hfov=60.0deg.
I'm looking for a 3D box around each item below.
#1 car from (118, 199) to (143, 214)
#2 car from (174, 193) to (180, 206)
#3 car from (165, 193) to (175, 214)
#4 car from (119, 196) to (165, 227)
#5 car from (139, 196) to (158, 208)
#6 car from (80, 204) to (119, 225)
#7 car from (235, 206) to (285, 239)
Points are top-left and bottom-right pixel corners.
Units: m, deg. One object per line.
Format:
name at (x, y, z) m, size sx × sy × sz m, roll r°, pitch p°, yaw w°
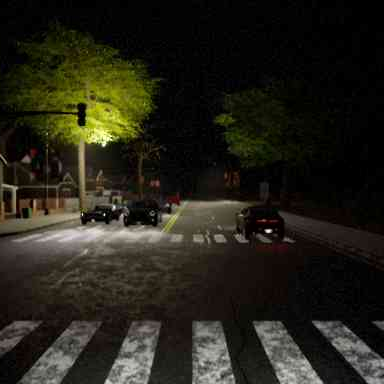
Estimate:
car at (-6.409, 1.484, 35.194) m, size 1.812 × 1.442 × 4.674 m, roll 0°, pitch 0°, yaw 0°
car at (-3.047, 1.168, 52.163) m, size 2.150 × 2.045 × 5.566 m, roll 0°, pitch 0°, yaw 1°
car at (-3.172, 1.310, 34.371) m, size 2.097 × 1.767 × 4.553 m, roll 0°, pitch 0°, yaw 0°
car at (-3.235, 1.323, 22.542) m, size 2.097 × 1.767 × 4.553 m, roll 0°, pitch 0°, yaw 0°
car at (-6.333, 1.438, 48.791) m, size 2.128 × 1.511 × 4.902 m, roll 0°, pitch 0°, yaw 1°
car at (-6.477, 1.570, 24.040) m, size 1.895 × 1.301 × 4.718 m, roll 0°, pitch 0°, yaw 0°
car at (3.434, 1.482, 17.298) m, size 1.837 × 1.490 × 4.892 m, roll 0°, pitch 0°, yaw 0°
